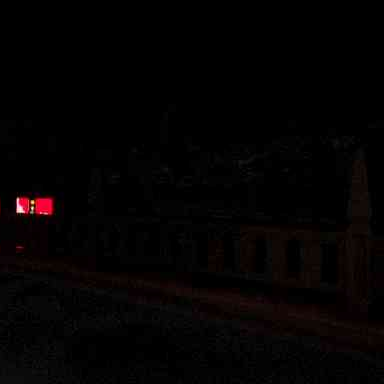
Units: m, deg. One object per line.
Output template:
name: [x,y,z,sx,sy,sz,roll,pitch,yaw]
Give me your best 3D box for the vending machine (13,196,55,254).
vending machine: [-6.039,1.193,12.755,0.880,2.100,1.100,0,0,29]
